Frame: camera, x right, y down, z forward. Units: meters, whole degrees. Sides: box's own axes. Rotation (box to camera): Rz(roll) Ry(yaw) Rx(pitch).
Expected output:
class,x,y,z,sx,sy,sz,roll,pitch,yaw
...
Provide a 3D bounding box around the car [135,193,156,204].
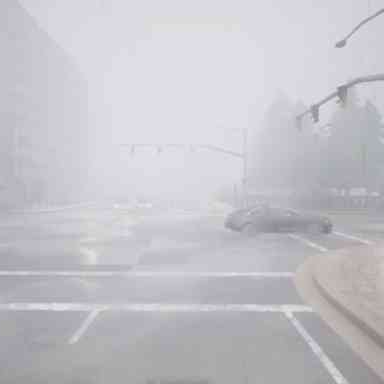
class,x,y,z,sx,sy,sz,roll,pitch,yaw
car,-7.126,1.105,51.402,1.994,1.385,4.181,0,0,0

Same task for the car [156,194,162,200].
class,x,y,z,sx,sy,sz,roll,pitch,yaw
car,-7.085,1.001,66.812,1.895,1.301,4.718,0,1,0

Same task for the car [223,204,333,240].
class,x,y,z,sx,sy,sz,roll,pitch,yaw
car,3.893,1.308,15.369,4.902,1.511,2.128,-1,0,0

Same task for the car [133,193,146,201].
class,x,y,z,sx,sy,sz,roll,pitch,yaw
car,-10.586,0.903,66.902,1.837,1.490,4.892,0,1,0

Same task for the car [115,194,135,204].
class,x,y,z,sx,sy,sz,roll,pitch,yaw
car,-10.627,1.031,51.608,2.128,1.511,4.902,0,0,0
